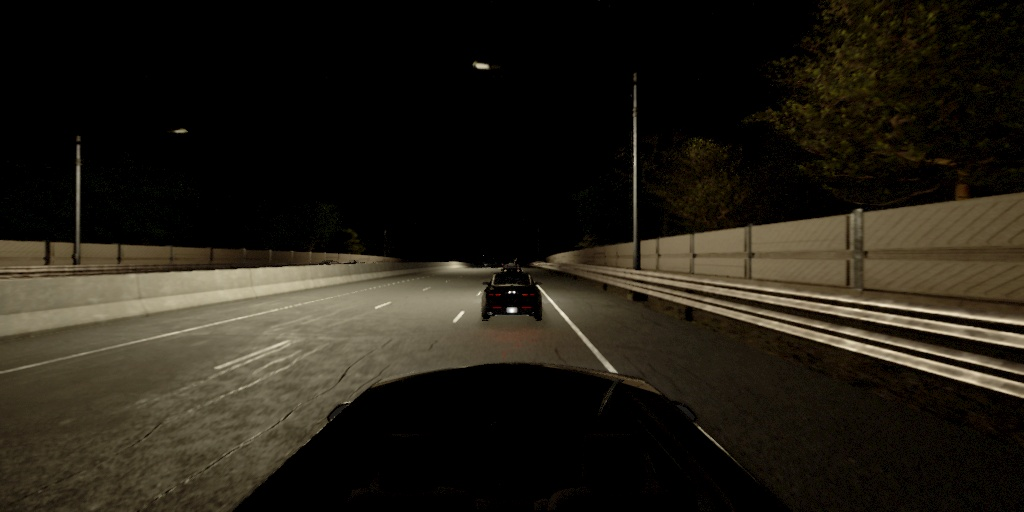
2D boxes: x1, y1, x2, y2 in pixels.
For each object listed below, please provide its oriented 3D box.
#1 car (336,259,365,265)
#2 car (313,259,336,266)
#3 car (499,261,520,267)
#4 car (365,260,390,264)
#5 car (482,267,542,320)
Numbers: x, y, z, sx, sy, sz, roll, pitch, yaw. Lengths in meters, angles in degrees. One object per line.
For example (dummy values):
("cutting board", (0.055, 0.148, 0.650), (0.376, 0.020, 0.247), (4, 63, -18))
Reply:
("car", (-21.013, 1.192, 48.081), (2.128, 1.511, 4.902), (0, -1, 0))
("car", (-24.513, 1.168, 48.080), (2.033, 1.411, 5.357), (0, -1, 0))
("car", (-0.010, 1.475, 36.399), (1.895, 1.301, 4.718), (0, -1, 0))
("car", (-17.513, 1.180, 48.082), (1.994, 1.385, 4.181), (0, -1, 0))
("car", (-0.003, 1.300, 12.560), (1.837, 1.490, 4.892), (0, -1, 0))
